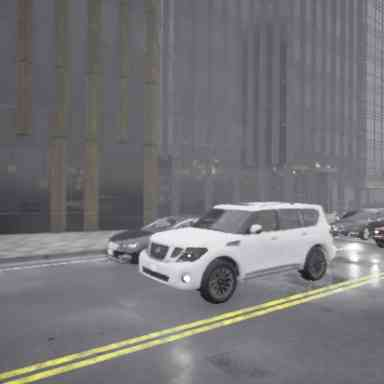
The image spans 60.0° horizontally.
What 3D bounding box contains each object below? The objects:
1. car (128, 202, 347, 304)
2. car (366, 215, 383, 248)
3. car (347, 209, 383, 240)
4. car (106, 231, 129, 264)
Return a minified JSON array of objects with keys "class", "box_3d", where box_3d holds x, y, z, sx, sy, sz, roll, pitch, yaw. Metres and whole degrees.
[{"class":"car","box_3d":[1.437,1.296,8.700,5.566,2.045,2.150,1,-1,-35]},{"class":"car","box_3d":[9.993,1.796,14.725,4.718,1.301,1.895,1,0,-35]},{"class":"car","box_3d":[9.421,1.715,18.356,4.892,1.490,1.837,-1,0,-37]},{"class":"car","box_3d":[-0.433,1.565,11.351,4.902,1.511,2.128,1,-1,-35]}]
